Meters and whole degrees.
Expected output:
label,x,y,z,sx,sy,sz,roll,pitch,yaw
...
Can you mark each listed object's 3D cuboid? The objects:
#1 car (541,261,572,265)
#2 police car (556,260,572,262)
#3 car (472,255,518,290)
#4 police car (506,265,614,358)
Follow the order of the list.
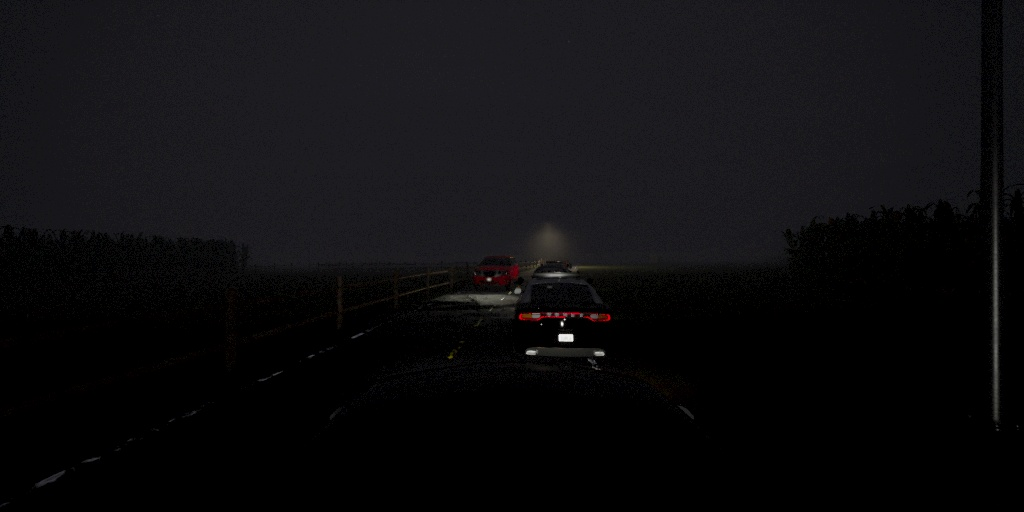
label,x,y,z,sx,sy,sz,roll,pitch,yaw
car,1.984,1.218,18.319,1.882,1.535,5.008,0,0,7
police car,2.878,1.159,24.272,1.930,1.638,5.238,0,0,10
car,-0.856,0.958,22.794,2.150,2.045,5.566,0,0,9
police car,1.064,1.173,8.625,1.930,1.638,5.238,0,0,3
